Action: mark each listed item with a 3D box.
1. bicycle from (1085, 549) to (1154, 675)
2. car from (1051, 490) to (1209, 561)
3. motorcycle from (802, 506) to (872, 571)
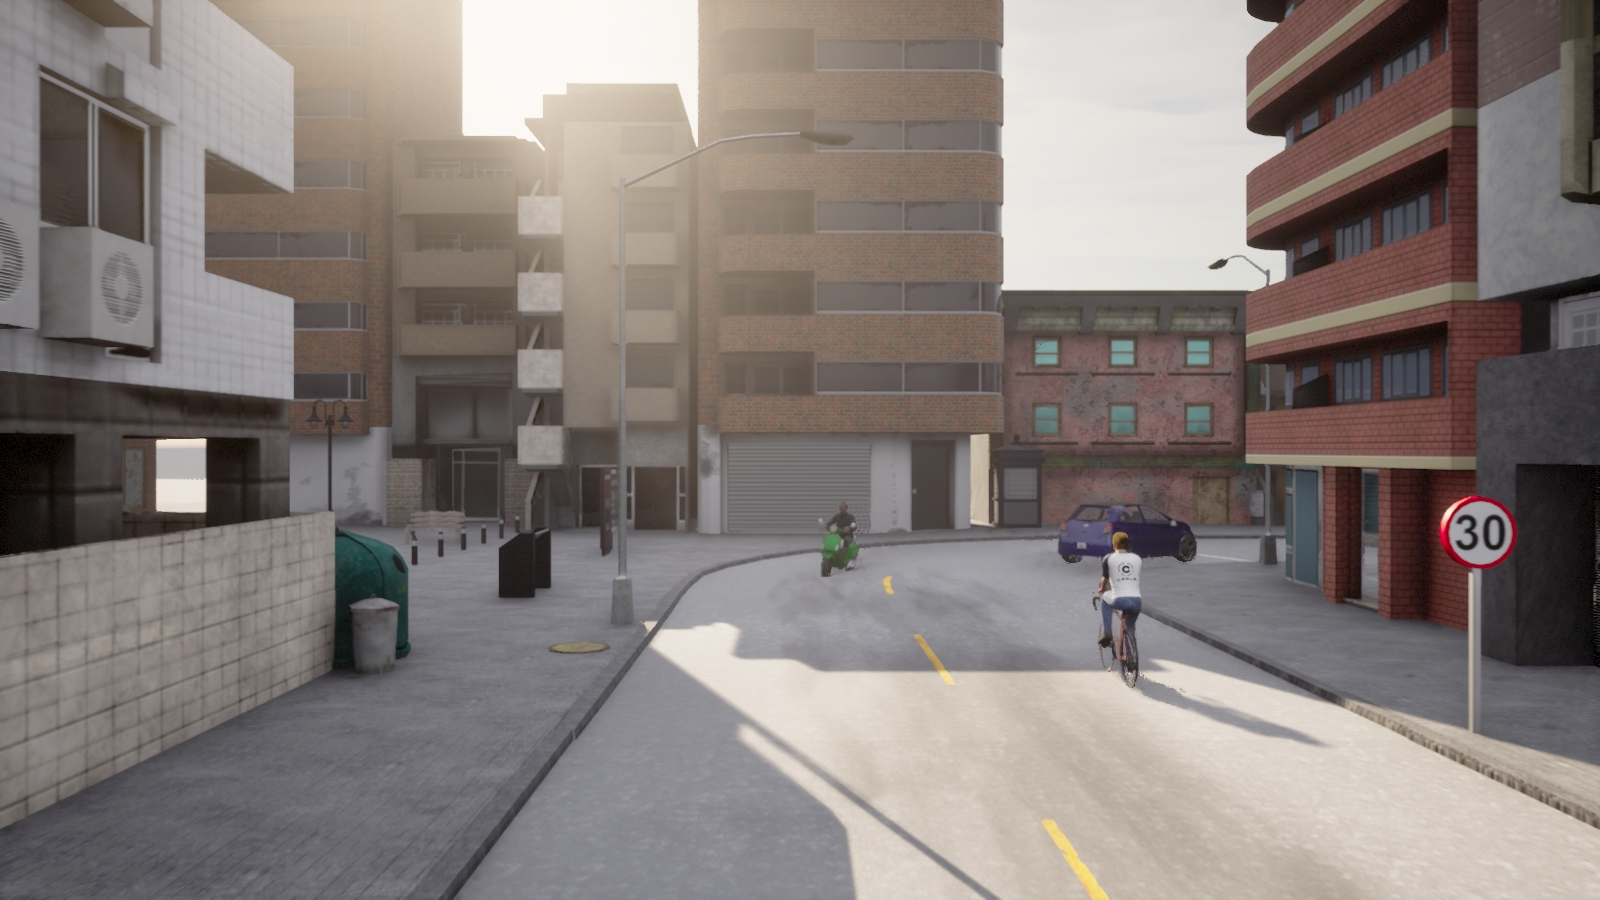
[{"bbox_3d":[3.862,1.924,13.883,0.373,1.296,1.643,0,0,0],"label":"bicycle"},{"bbox_3d":[8.098,1.797,27.959,3.633,1.501,1.845,0,0,-36],"label":"car"},{"bbox_3d":[0.844,1.944,25.471,0.856,1.236,1.805,3,1,25],"label":"motorcycle"}]
